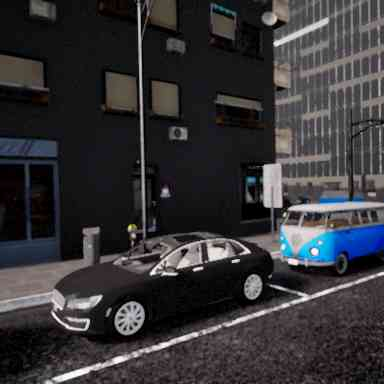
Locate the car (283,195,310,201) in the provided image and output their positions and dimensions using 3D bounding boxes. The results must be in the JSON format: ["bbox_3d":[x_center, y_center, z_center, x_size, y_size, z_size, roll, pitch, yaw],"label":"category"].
[{"bbox_3d":[10.303,0.974,34.755,1.947,1.339,4.313,-2,1,-35],"label":"car"}]

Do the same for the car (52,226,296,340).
[{"bbox_3d":[-0.308,1.500,6.349,4.403,1.369,2.008,-1,0,-35],"label":"car"}]

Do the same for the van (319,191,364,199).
[{"bbox_3d":[13.478,0.777,30.235,1.690,1.788,3.998,-2,1,-35],"label":"van"}]

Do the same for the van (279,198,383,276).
[{"bbox_3d":[4.249,1.206,9.600,3.998,1.788,1.690,-1,0,-35],"label":"van"}]
